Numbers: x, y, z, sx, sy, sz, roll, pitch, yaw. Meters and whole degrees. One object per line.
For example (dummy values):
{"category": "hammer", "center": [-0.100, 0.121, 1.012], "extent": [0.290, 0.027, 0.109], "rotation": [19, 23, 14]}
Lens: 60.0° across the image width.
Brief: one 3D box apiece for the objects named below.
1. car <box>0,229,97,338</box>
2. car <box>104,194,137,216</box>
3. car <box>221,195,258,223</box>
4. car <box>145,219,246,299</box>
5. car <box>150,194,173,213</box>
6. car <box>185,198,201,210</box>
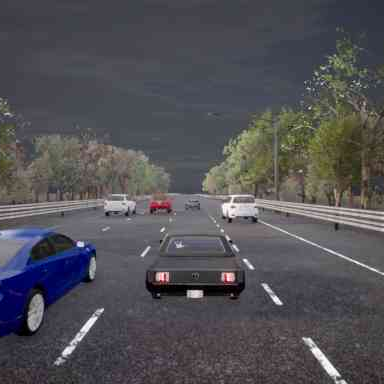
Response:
{"category": "car", "center": [-3.397, 1.477, 6.687], "extent": [1.882, 1.535, 5.008], "rotation": [0, 0, 0]}
{"category": "car", "center": [-6.902, 1.243, 32.483], "extent": [2.150, 2.045, 5.566], "rotation": [0, 0, 1]}
{"category": "car", "center": [3.626, 1.236, 25.947], "extent": [2.150, 2.045, 5.566], "rotation": [0, 0, -2]}
{"category": "car", "center": [0.099, 1.601, 8.380], "extent": [1.895, 1.301, 4.718], "rotation": [0, 0, 1]}
{"category": "car", "center": [-3.386, 1.248, 37.037], "extent": [2.150, 2.045, 5.566], "rotation": [0, 0, 0]}
{"category": "car", "center": [0.112, 1.525, 42.938], "extent": [2.128, 1.511, 4.902], "rotation": [0, 0, 0]}
